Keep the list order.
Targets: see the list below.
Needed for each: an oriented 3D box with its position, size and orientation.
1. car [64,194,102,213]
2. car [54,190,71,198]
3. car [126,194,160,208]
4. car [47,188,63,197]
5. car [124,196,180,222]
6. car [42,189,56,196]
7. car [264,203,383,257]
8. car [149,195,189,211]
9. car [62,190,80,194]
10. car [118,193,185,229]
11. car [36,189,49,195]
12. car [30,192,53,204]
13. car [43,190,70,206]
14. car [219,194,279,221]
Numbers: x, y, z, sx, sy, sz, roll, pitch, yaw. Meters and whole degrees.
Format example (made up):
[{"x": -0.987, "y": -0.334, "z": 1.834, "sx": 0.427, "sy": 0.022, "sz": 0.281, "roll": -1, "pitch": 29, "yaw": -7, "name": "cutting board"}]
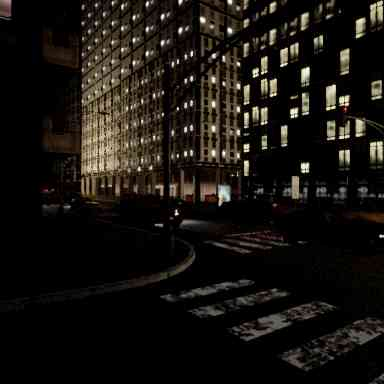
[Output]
[{"x": -9.098, "y": 1.067, "z": 28.294, "sx": 1.802, "sy": 1.307, "sz": 4.206, "roll": 2, "pitch": 0, "yaw": -36, "name": "car"}, {"x": -25.236, "y": 0.310, "z": 64.660, "sx": 1.887, "sy": 1.381, "sz": 4.507, "roll": 1, "pitch": 0, "yaw": -36, "name": "car"}, {"x": -5.631, "y": 0.966, "z": 37.764, "sx": 1.947, "sy": 1.339, "sz": 4.313, "roll": 1, "pitch": 0, "yaw": -36, "name": "car"}, {"x": -28.500, "y": 0.099, "z": 69.141, "sx": 1.967, "sy": 1.590, "sz": 4.097, "roll": 1, "pitch": 0, "yaw": -36, "name": "car"}, {"x": -3.042, "y": 1.120, "z": 24.355, "sx": 1.837, "sy": 1.490, "sz": 4.892, "roll": 0, "pitch": 2, "yaw": -37, "name": "car"}, {"x": -31.770, "y": 0.097, "z": 73.625, "sx": 1.887, "sy": 1.381, "sz": 4.507, "roll": 1, "pitch": 0, "yaw": -36, "name": "car"}, {"x": 5.450, "y": 1.378, "z": 12.710, "sx": 2.128, "sy": 1.511, "sz": 4.902, "roll": 0, "pitch": 1, "yaw": -36, "name": "car"}, {"x": -2.363, "y": 1.070, "z": 33.281, "sx": 1.947, "sy": 1.339, "sz": 4.313, "roll": 1, "pitch": 0, "yaw": -36, "name": "car"}, {"x": -13.863, "y": 0.797, "z": 39.239, "sx": 1.812, "sy": 1.442, "sz": 4.674, "roll": 0, "pitch": 1, "yaw": -36, "name": "car"}, {"x": -2.557, "y": 1.008, "z": 19.330, "sx": 2.192, "sy": 1.841, "sz": 5.009, "roll": 2, "pitch": 0, "yaw": -36, "name": "car"}, {"x": -35.038, "y": -0.010, "z": 78.107, "sx": 1.887, "sy": 1.381, "sz": 4.507, "roll": 1, "pitch": 0, "yaw": -36, "name": "car"}, {"x": -18.898, "y": 0.753, "z": 41.738, "sx": 1.802, "sy": 1.307, "sz": 4.206, "roll": 2, "pitch": 0, "yaw": -36, "name": "car"}, {"x": -15.631, "y": 0.827, "z": 37.257, "sx": 2.008, "sy": 1.369, "sz": 4.403, "roll": 2, "pitch": 0, "yaw": -36, "name": "car"}, {"x": 4.178, "y": 1.027, "z": 24.315, "sx": 2.192, "sy": 1.841, "sz": 5.009, "roll": 1, "pitch": 0, "yaw": -36, "name": "car"}]
